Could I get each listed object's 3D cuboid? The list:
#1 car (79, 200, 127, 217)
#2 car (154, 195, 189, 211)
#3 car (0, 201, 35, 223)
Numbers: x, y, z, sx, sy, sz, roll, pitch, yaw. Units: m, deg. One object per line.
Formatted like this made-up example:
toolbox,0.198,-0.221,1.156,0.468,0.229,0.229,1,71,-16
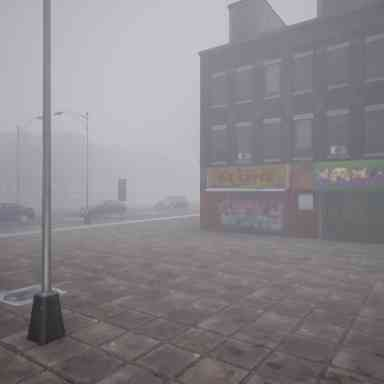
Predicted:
car,-8.027,1.446,30.346,1.812,1.442,4.674,0,0,35
car,-2.308,1.236,38.495,2.097,1.767,4.553,0,0,35
car,-13.390,1.432,22.690,1.882,1.535,5.008,0,0,35
